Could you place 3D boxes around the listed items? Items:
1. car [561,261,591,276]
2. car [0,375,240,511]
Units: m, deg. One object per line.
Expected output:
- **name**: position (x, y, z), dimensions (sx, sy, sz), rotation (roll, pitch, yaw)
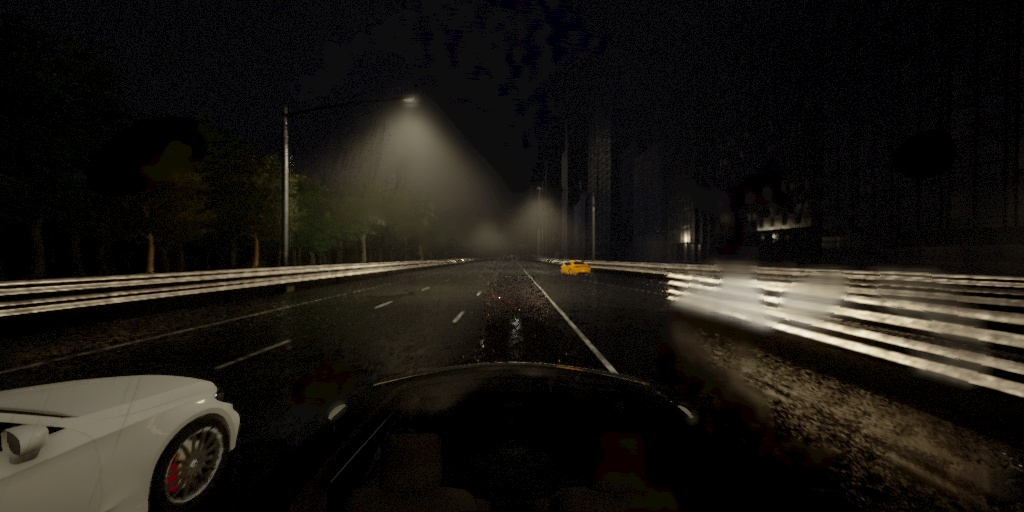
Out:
- **car**: position (6.449, 1.241, 36.875), dimensions (1.882, 1.535, 5.008), rotation (0, 0, -9)
- **car**: position (-3.400, 1.276, 1.301), dimensions (1.812, 1.442, 4.674), rotation (0, 0, 0)
